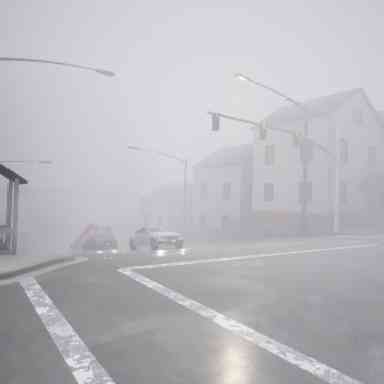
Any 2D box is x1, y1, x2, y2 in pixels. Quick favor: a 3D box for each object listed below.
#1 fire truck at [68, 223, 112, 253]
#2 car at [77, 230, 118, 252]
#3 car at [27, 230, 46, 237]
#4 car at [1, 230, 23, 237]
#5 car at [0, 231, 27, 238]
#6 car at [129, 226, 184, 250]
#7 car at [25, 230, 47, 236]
[{"bbox_3d":[-12.450,6.837,40.719,2.891,3.827,8.468,2,-25,-36],"label":"fire truck"},{"bbox_3d":[-7.998,4.416,28.586,1.994,1.385,4.181,2,-13,-35],"label":"car"},{"bbox_3d":[-38.392,10.158,82.105,4.974,1.542,2.038,2,-1,-6],"label":"car"},{"bbox_3d":[-42.320,9.810,78.444,1.853,1.218,4.536,1,-1,19],"label":"car"},{"bbox_3d":[-42.341,9.966,78.391,2.038,1.542,4.974,1,-1,19],"label":"car"},{"bbox_3d":[-2.349,2.815,20.540,1.812,1.442,4.674,2,-10,-34],"label":"car"},{"bbox_3d":[-38.439,9.999,82.103,4.536,1.218,1.853,2,-1,-6],"label":"car"}]
